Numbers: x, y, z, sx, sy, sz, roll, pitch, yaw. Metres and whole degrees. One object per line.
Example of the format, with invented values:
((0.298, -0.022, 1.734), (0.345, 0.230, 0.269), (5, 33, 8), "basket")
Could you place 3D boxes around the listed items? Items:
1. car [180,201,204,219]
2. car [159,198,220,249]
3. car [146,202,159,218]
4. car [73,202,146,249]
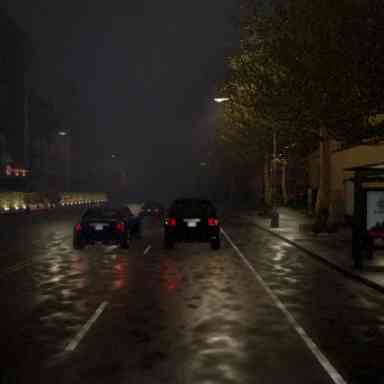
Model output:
((0.000, 1.571, 29.650), (1.994, 1.385, 4.181), (0, 0, 0), "car")
((0.000, 1.257, 14.680), (2.150, 2.045, 5.566), (0, 0, 0), "car")
((-3.500, 1.562, 29.650), (2.033, 1.411, 5.357), (0, 0, 0), "car")
((-3.500, 1.365, 14.620), (2.097, 1.767, 4.553), (0, 0, 0), "car")
